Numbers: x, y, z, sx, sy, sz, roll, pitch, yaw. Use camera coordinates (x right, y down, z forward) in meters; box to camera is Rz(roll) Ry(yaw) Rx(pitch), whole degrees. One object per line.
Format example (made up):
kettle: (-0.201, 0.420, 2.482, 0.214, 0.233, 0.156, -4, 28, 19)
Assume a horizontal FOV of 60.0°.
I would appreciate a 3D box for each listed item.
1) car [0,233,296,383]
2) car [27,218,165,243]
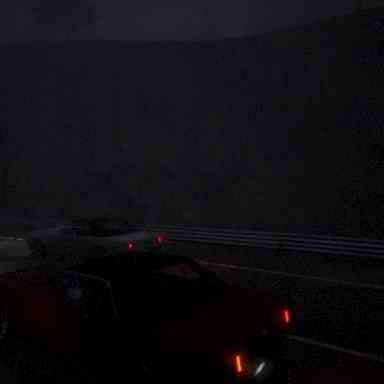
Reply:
car: (-1.125, 1.555, 4.775, 4.718, 1.301, 1.895, 0, 1, 34)
car: (-3.281, 1.511, 10.792, 4.718, 1.301, 1.895, 0, 1, 32)
